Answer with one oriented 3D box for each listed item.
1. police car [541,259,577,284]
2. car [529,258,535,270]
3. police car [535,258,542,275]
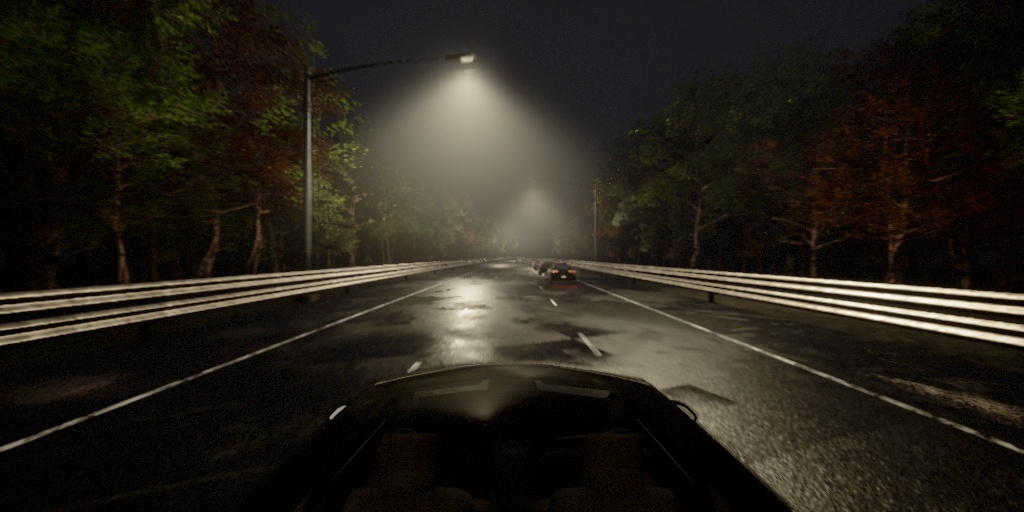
[{"bbox_3d":[3.645,1.264,27.512,2.038,1.542,4.974,0,0,1],"label":"police car"},{"bbox_3d":[3.975,1.250,49.572,2.128,1.511,4.902,0,0,0],"label":"car"},{"bbox_3d":[3.803,1.184,38.576,1.930,1.638,5.238,0,0,1],"label":"police car"}]
